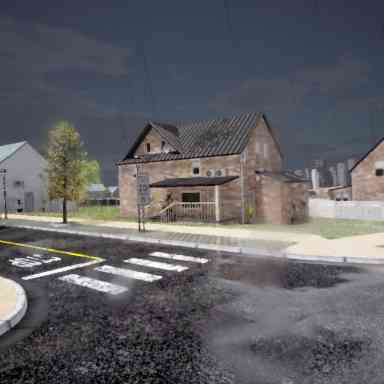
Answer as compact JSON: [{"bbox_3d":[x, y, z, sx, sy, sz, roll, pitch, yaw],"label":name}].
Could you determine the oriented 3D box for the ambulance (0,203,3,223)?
[{"bbox_3d":[-15.448,1.219,22.551,6.366,2.431,2.351,-1,2,37],"label":"ambulance"}]
